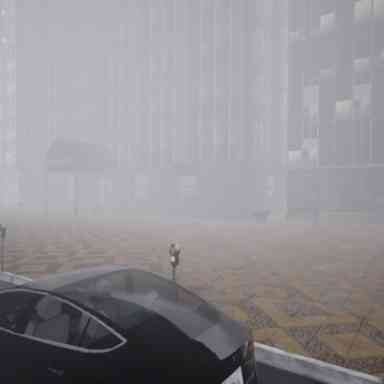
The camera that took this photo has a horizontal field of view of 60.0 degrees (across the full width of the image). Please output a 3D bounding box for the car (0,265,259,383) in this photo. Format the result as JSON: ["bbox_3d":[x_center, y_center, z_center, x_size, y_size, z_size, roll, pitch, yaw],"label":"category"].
[{"bbox_3d":[-1.374,1.564,3.836,4.313,1.339,1.947,0,1,35],"label":"car"}]
